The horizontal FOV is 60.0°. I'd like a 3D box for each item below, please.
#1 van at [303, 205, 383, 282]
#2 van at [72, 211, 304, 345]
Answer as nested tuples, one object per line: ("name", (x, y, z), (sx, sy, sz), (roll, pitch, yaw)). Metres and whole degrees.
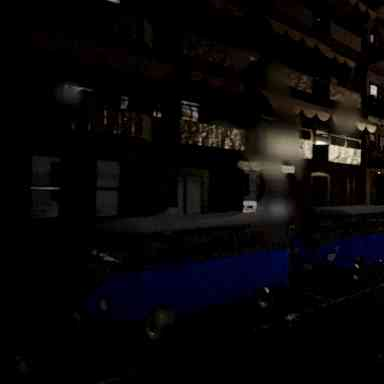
("van", (4.529, 1.282, 9.317), (3.998, 1.788, 1.690), (0, 2, -36))
("van", (0.032, 1.319, 6.096), (3.998, 1.788, 1.690), (-1, 2, -36))
